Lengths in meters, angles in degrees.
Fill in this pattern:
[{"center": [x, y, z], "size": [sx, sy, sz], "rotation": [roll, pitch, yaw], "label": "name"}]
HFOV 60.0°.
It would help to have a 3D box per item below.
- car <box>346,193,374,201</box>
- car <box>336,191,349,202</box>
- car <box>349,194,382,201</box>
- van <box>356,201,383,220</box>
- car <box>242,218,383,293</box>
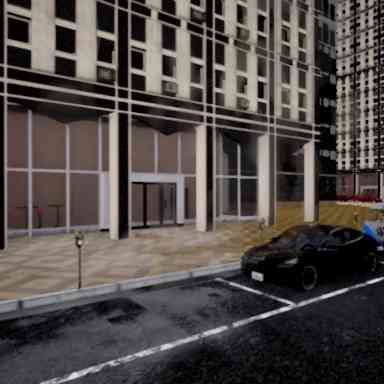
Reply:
[{"center": [30.954, 0.953, 61.407], "size": [1.802, 1.307, 4.206], "rotation": [1, 0, -36], "label": "car"}, {"center": [24.186, 0.702, 56.473], "size": [2.192, 1.841, 5.009], "rotation": [1, 0, -36], "label": "car"}, {"center": [27.426, 1.077, 51.944], "size": [1.802, 1.307, 4.206], "rotation": [1, 0, -36], "label": "car"}, {"center": [7.876, 1.331, 12.179], "size": [3.998, 1.788, 1.690], "rotation": [0, 0, -36], "label": "van"}, {"center": [3.278, 1.560, 8.898], "size": [4.313, 1.339, 1.947], "rotation": [0, 0, -36], "label": "car"}]
